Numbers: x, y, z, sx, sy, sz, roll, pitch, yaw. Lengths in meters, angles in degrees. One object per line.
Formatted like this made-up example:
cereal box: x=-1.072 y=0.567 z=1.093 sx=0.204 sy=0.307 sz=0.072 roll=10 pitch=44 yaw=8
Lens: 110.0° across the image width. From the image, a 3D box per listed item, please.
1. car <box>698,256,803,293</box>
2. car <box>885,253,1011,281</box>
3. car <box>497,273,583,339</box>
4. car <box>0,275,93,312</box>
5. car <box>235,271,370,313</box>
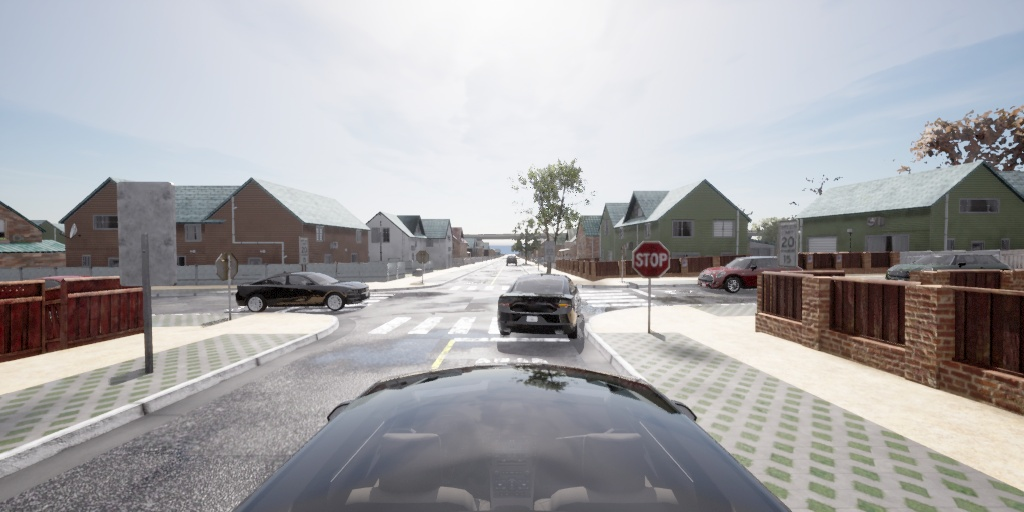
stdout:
car: x=11.794 y=0.820 z=17.859 sx=4.553 sy=1.767 sz=2.097 roll=-1 pitch=2 yaw=0
car: x=21.688 y=0.646 z=17.938 sx=4.553 sy=1.767 sz=2.097 roll=-1 pitch=2 yaw=0
car: x=0.951 y=1.224 z=10.241 sx=1.882 sy=1.535 sz=5.008 roll=0 pitch=0 yaw=12
car: x=-18.032 y=1.546 z=14.689 sx=5.008 sy=1.535 sz=1.882 roll=-1 pitch=2 yaw=0
car: x=-8.479 y=1.376 z=14.760 sx=5.008 sy=1.535 sz=1.882 roll=-1 pitch=2 yaw=0
